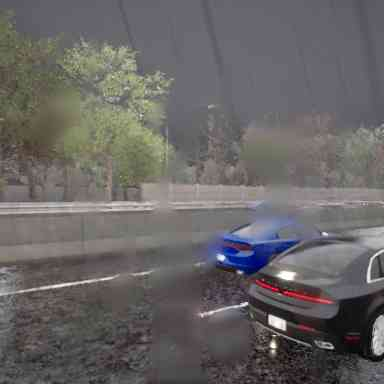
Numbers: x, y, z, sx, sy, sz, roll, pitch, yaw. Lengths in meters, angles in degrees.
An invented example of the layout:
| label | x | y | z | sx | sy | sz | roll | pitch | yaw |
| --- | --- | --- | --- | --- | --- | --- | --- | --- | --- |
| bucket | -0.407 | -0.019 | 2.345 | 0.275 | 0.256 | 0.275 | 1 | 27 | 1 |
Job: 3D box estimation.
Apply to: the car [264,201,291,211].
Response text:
| label | x | y | z | sx | sy | sz | roll | pitch | yaw |
| --- | --- | --- | --- | --- | --- | --- | --- | --- | --- |
| car | 10.780 | 1.904 | 37.447 | 4.718 | 1.301 | 1.895 | 1 | 0 | -35 |

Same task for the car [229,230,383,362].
| label | x | y | z | sx | sy | sz | roll | pitch | yaw |
| --- | --- | --- | --- | --- | --- | --- | --- | --- | --- |
| car | 3.156 | 1.564 | 6.010 | 4.892 | 1.490 | 1.837 | 0 | 0 | -35 |

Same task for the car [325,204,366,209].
| label | x | y | z | sx | sy | sz | roll | pitch | yaw |
| --- | --- | --- | --- | --- | --- | --- | --- | --- | --- |
| car | 15.603 | 1.861 | 32.289 | 5.357 | 1.411 | 2.033 | 1 | 0 | -35 |

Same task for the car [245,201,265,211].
| label | x | y | z | sx | sy | sz | roll | pitch | yaw |
| --- | --- | --- | --- | --- | --- | --- | --- | --- | --- |
| car | 8.575 | 1.777 | 39.956 | 5.008 | 1.535 | 1.882 | 1 | 0 | -37 |

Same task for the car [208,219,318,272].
| label | x | y | z | sx | sy | sz | roll | pitch | yaw |
| --- | --- | --- | --- | --- | --- | --- | --- | --- | --- |
| car | 2.777 | 1.555 | 10.032 | 5.008 | 1.535 | 1.882 | 0 | 0 | -35 |

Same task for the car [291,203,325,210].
| label | x | y | z | sx | sy | sz | roll | pitch | yaw |
| --- | --- | --- | --- | --- | --- | --- | --- | --- | --- |
| car | 12.825 | 1.905 | 34.606 | 4.718 | 1.301 | 1.895 | 1 | 0 | -35 |
